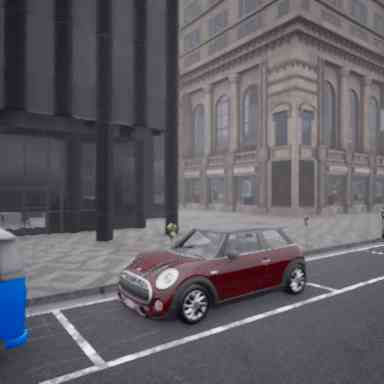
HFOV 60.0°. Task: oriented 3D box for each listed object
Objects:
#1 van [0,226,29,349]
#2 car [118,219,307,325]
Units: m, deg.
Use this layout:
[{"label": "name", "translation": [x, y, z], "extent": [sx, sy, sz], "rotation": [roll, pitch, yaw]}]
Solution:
[{"label": "van", "translation": [-4.031, 1.345, 3.770], "extent": [3.998, 1.788, 1.690], "rotation": [0, 0, -35]}, {"label": "car", "translation": [0.531, 1.428, 7.022], "extent": [4.097, 1.590, 1.967], "rotation": [0, 0, -35]}]
